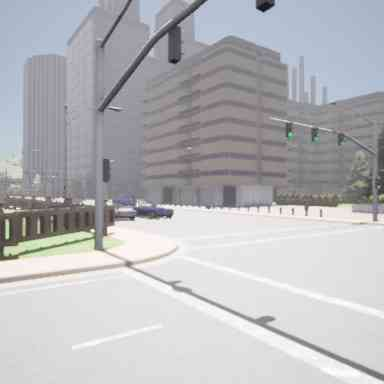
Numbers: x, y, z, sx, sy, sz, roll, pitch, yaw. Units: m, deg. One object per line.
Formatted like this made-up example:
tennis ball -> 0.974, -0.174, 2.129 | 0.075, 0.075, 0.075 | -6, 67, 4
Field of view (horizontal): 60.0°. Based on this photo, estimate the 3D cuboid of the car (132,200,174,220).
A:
car -> -3.509, 1.694, 29.663 | 1.895, 1.301, 4.718 | 0, 0, -35

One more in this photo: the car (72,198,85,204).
car -> -17.324, 1.599, 49.147 | 1.837, 1.490, 4.892 | 0, -1, -35

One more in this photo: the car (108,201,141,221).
car -> -6.361, 1.671, 27.636 | 1.895, 1.301, 4.718 | 0, 0, -35

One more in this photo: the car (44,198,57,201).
car -> -19.865, 1.595, 46.675 | 1.812, 1.442, 4.674 | 0, 0, -35

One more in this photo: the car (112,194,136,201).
car -> -10.718, 1.393, 52.008 | 2.150, 2.045, 5.566 | 0, 0, -35
